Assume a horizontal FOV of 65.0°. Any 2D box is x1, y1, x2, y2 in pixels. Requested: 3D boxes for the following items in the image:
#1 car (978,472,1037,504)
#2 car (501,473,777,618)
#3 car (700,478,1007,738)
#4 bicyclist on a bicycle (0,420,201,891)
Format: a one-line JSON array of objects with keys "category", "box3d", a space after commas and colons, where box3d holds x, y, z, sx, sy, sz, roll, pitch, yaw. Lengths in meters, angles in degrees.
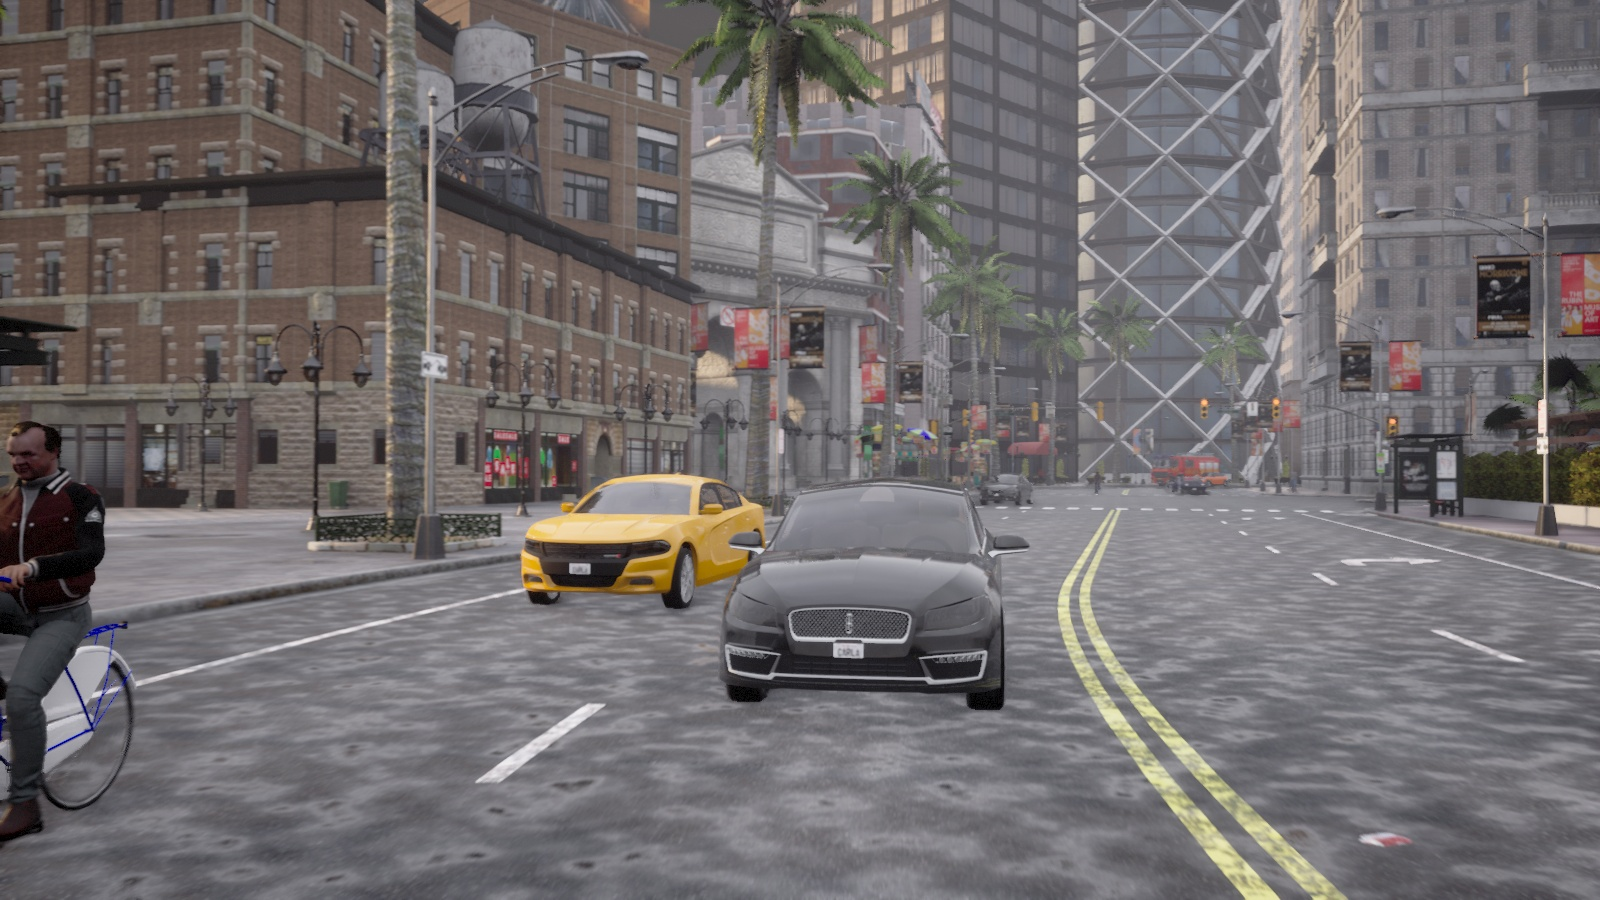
[{"category": "car", "box3d": [9.989, 1.793, 60.102, 1.837, 1.490, 4.892, -1, -1, 21]}, {"category": "car", "box3d": [-1.805, 1.066, 16.003, 1.882, 1.535, 5.008, 0, -1, 13]}, {"category": "car", "box3d": [0.678, 0.983, 9.903, 1.837, 1.490, 4.892, 0, -1, 9]}, {"category": "bicyclist on a bicycle", "box3d": [-3.310, 0.783, 5.192, 0.659, 1.776, 1.843, 0, -1, 4]}]
